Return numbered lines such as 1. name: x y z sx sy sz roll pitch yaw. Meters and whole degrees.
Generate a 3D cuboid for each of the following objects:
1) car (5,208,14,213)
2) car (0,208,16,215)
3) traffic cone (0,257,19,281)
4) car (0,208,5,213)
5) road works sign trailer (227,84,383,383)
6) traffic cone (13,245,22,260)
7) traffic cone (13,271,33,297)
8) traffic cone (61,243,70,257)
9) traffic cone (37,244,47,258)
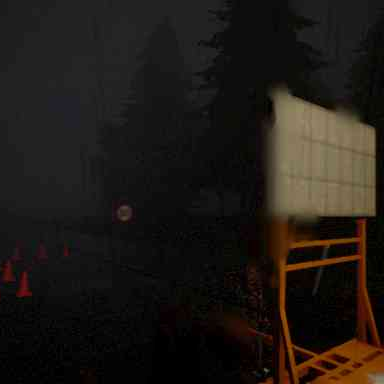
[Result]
1. car: -42.427 4.336 76.191 1.853 1.218 4.536 2 -3 -9
2. car: -42.439 4.496 76.235 2.038 1.542 4.974 2 -3 -9
3. traffic cone: -5.500 2.341 9.970 0.340 0.580 0.340 4 -4 -39
4. car: -44.827 4.122 74.764 3.633 1.501 1.845 3 -3 -28
5. road works sign trailer: 1.509 0.720 4.109 2.380 3.560 2.880 4 -4 -39
6. traffic cone: -7.234 2.487 13.708 0.340 0.580 0.340 4 -4 -39
7. traffic cone: -4.244 2.293 8.414 0.340 0.580 0.340 4 -4 -39
8. traffic cone: -5.679 2.586 14.961 0.340 0.580 0.340 4 -4 -39
9. traffic cone: -6.457 2.536 14.334 0.340 0.580 0.340 4 -4 -39
